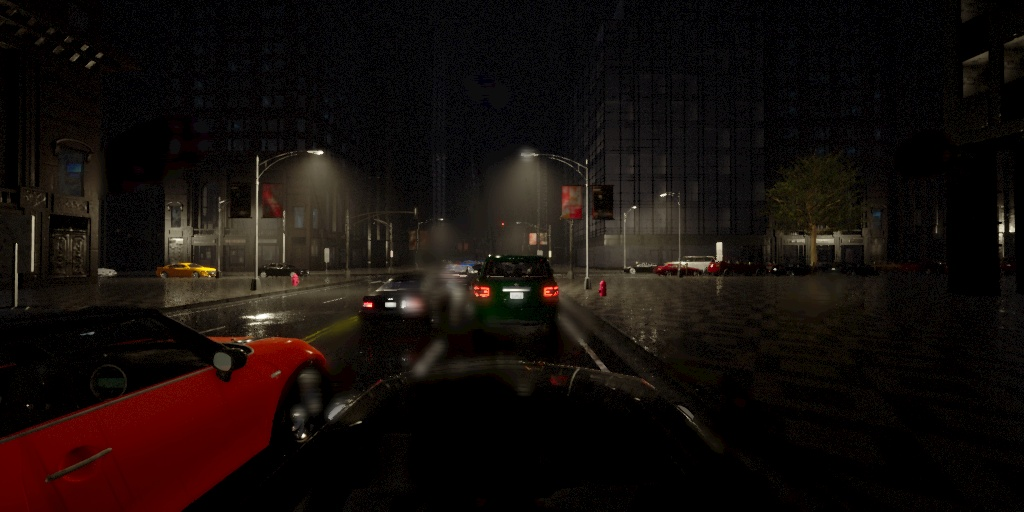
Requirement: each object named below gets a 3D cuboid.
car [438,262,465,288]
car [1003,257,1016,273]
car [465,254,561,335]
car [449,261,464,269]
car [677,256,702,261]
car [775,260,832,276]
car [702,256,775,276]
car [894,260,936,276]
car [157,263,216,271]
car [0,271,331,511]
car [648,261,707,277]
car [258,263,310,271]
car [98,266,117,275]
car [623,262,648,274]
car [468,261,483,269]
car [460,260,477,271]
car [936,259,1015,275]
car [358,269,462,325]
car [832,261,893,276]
[{"bbox_3d":[-3.126,1.280,21.474,2.128,1.511,4.902,0,0,0],"label":"car"},{"bbox_3d":[49.191,0.973,33.832,5.009,1.841,2.192,0,0,-1],"label":"car"},{"bbox_3d":[0.113,0.979,10.654,2.150,2.045,5.566,0,0,0],"label":"car"},{"bbox_3d":[-9.725,1.571,63.200,1.812,1.442,4.674,0,0,1],"label":"car"},{"bbox_3d":[19.424,1.024,39.193,5.566,2.045,2.150,0,-1,-1],"label":"car"},{"bbox_3d":[26.639,1.276,33.515,4.313,1.339,1.948,0,0,-1],"label":"car"},{"bbox_3d":[21.001,1.041,33.436,5.009,1.841,2.192,0,0,-1],"label":"car"},{"bbox_3d":[42.563,1.179,36.369,5.008,1.535,1.882,0,-1,0],"label":"car"},{"bbox_3d":[-32.079,1.448,35.465,5.008,1.535,1.882,0,-1,0],"label":"car"},{"bbox_3d":[-3.147,1.102,2.326,2.097,1.767,4.553,0,0,0],"label":"car"},{"bbox_3d":[15.363,1.327,33.357,4.207,1.307,1.802,0,0,-1],"label":"car"},{"bbox_3d":[-22.563,1.432,35.440,4.892,1.490,1.837,0,-1,0],"label":"car"},{"bbox_3d":[-42.078,1.542,35.491,4.674,1.442,1.812,0,-1,0],"label":"car"},{"bbox_3d":[15.245,1.413,41.881,4.313,1.339,1.948,0,0,-1],"label":"car"},{"bbox_3d":[-6.465,1.599,64.056,2.033,1.411,5.357,0,0,1],"label":"car"},{"bbox_3d":[-6.512,1.457,53.893,1.882,1.535,5.008,0,0,0],"label":"car"},{"bbox_3d":[43.552,1.214,33.753,4.507,1.381,1.888,0,0,-1],"label":"car"},{"bbox_3d":[-3.122,1.307,11.737,2.033,1.411,5.357,0,0,0],"label":"car"},{"bbox_3d":[32.276,1.260,33.594,4.313,1.339,1.948,0,0,-1],"label":"car"}]
